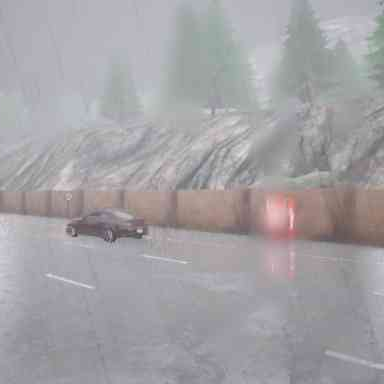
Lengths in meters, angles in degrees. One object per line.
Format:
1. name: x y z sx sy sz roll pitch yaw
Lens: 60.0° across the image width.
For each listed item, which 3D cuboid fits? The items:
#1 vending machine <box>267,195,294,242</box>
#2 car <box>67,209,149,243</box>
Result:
1. vending machine: 4.195 1.195 15.698 0.880 2.100 1.100 0 0 37
2. car: -4.088 1.525 15.980 4.674 1.442 1.812 0 0 38
